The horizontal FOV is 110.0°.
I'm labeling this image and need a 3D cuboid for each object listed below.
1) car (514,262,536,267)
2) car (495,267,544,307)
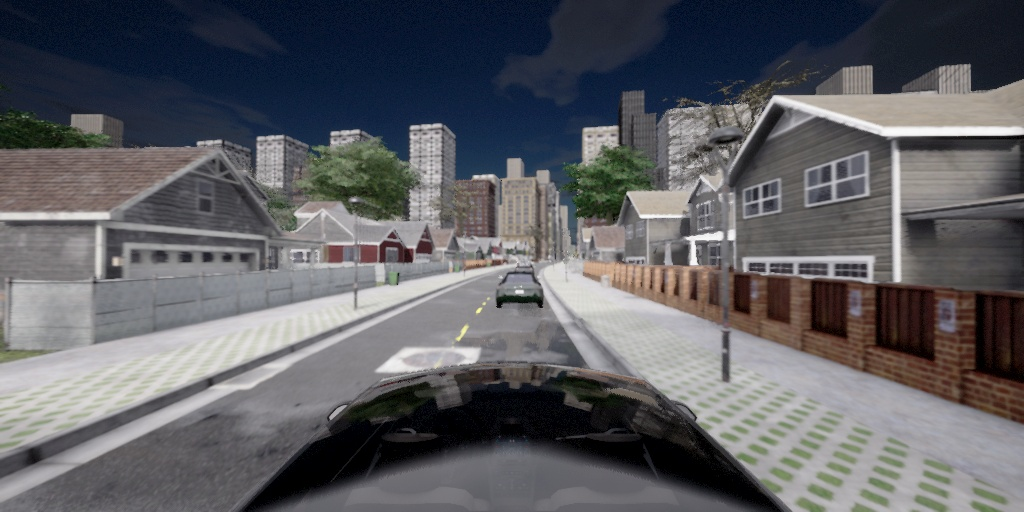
[{"bbox_3d":[1.220,1.340,34.012,2.128,1.511,4.902,0,0,4],"label":"car"},{"bbox_3d":[0.347,1.353,15.810,1.994,1.385,4.181,0,0,2],"label":"car"}]
